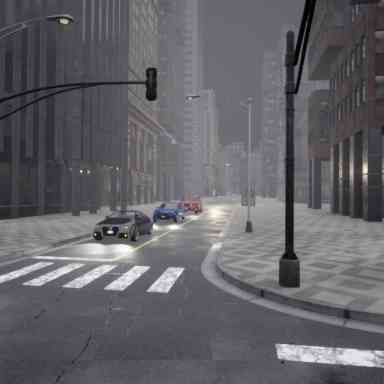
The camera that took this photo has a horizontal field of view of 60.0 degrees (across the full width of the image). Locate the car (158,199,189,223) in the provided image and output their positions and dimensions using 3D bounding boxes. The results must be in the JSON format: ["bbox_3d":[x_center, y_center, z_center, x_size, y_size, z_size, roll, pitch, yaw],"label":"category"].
[{"bbox_3d":[-1.781,1.581,27.254,1.882,1.535,5.008,0,0,8],"label":"car"}]

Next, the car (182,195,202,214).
[{"bbox_3d":[-0.139,1.361,37.812,2.150,2.045,5.566,0,0,9],"label":"car"}]

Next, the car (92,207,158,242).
[{"bbox_3d":[-3.372,1.632,16.964,1.994,1.385,4.181,0,0,9],"label":"car"}]
